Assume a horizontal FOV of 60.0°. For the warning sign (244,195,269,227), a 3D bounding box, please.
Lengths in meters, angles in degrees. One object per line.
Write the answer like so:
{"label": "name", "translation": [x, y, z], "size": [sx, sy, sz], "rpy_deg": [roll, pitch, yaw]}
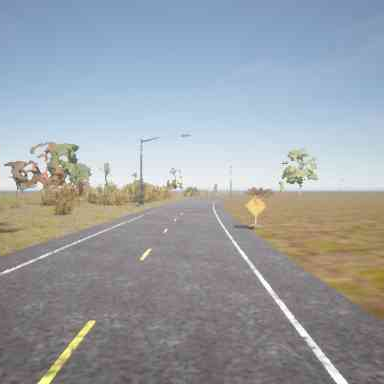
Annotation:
{"label": "warning sign", "translation": [3.789, 1.111, 19.737], "size": [1.300, 1.860, 1.060], "rpy_deg": [0, 0, 1]}
